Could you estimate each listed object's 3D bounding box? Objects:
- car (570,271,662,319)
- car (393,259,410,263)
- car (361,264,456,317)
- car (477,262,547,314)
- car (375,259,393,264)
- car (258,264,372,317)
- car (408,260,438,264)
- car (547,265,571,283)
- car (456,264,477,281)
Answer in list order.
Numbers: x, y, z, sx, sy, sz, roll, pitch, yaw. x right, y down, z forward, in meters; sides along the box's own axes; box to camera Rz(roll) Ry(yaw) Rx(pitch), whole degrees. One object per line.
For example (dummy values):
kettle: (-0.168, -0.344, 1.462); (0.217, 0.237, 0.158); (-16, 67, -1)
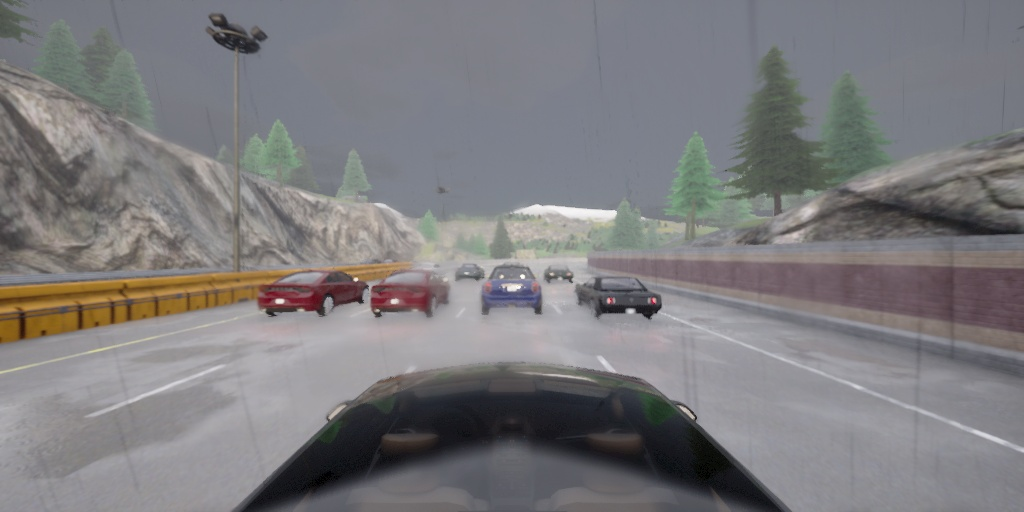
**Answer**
car: (3.506, 1.344, 12.795); (1.895, 1.301, 4.718); (0, 0, 0)
car: (-17.280, 1.337, 59.668); (1.895, 1.301, 4.718); (0, 0, 13)
car: (-3.496, 1.225, 13.194); (1.882, 1.535, 5.008); (0, 0, 0)
car: (0.004, 1.096, 13.909); (2.097, 1.767, 4.553); (0, 0, 0)
car: (-20.637, 1.263, 60.634); (1.812, 1.442, 4.674); (0, 0, 13)
car: (-6.996, 1.227, 13.285); (1.882, 1.535, 5.008); (0, 0, 0)
car: (-6.881, 1.268, 30.138); (1.812, 1.442, 4.674); (0, 0, 2)
car: (3.527, 1.337, 27.785); (1.895, 1.301, 4.718); (0, 0, 1)
car: (-3.396, 1.304, 29.727); (1.994, 1.385, 4.181); (0, 0, 2)
